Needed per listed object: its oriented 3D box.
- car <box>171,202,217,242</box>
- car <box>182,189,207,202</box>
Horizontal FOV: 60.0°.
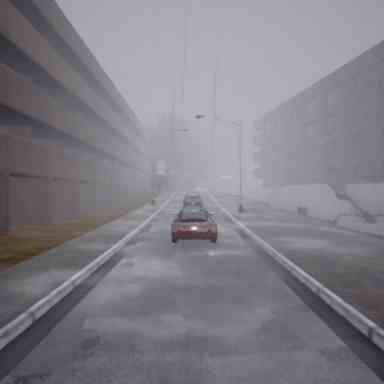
[{"bbox_3d":[0.092,1.399,15.496,1.994,1.385,4.181,0,1,0],"label":"car"},{"bbox_3d":[0.085,0.758,33.003,2.128,1.511,4.902,0,3,0],"label":"car"}]
